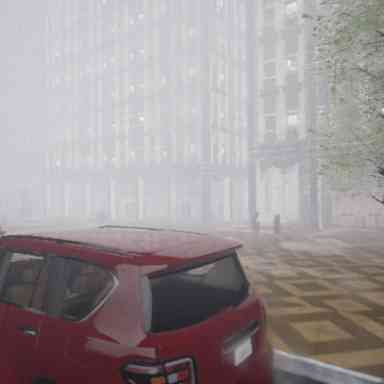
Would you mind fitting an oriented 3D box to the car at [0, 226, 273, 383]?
[{"bbox_3d":[-1.546,1.352,3.982,5.009,1.841,2.192,-1,-1,36],"label":"car"}]
